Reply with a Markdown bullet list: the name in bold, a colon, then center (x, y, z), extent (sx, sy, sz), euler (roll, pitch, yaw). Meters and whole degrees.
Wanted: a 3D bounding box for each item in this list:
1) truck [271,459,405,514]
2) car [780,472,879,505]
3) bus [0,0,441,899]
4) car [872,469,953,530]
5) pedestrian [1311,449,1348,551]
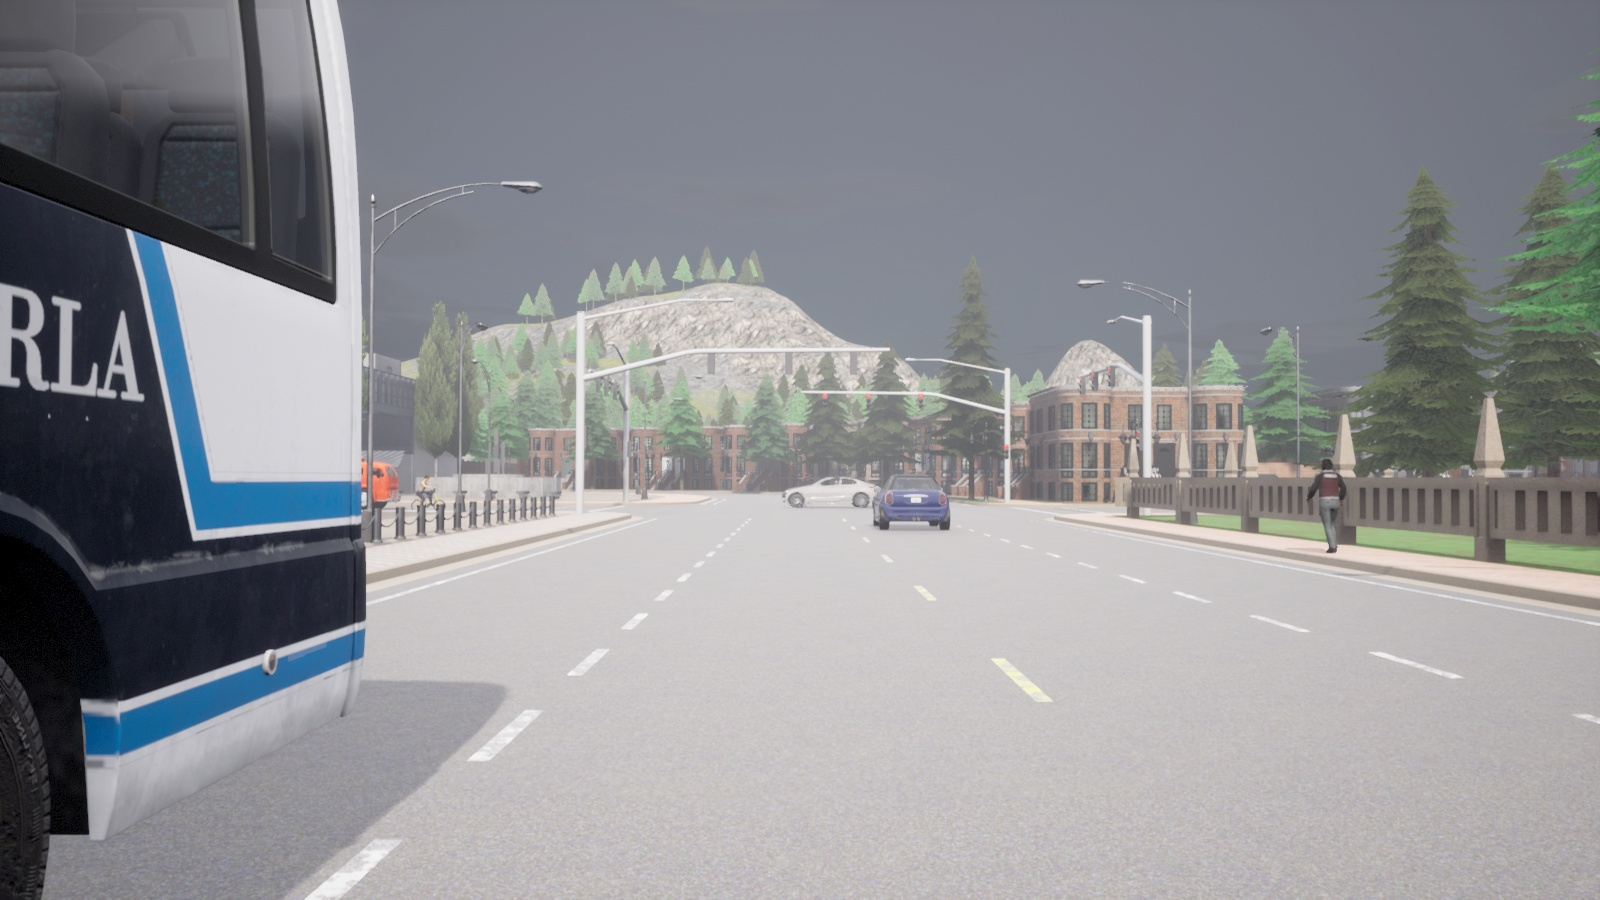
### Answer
- **truck**: center (-21.139, 1.654, 57.642), extent (5.204, 2.467, 2.627), euler (0, -1, 0)
- **car**: center (1.502, 1.981, 64.700), extent (5.027, 1.651, 2.152), euler (0, -1, 0)
- **bus**: center (-3.506, -0.535, 0.243), extent (3.944, 4.253, 10.273), euler (0, -1, 0)
- **car**: center (3.418, 1.504, 39.049), extent (2.097, 1.767, 4.553), euler (0, -1, 0)
- **pedestrian**: center (10.173, 0.958, 24.152), extent (0.402, 1.930, 0.666), euler (0, -1, -1)
